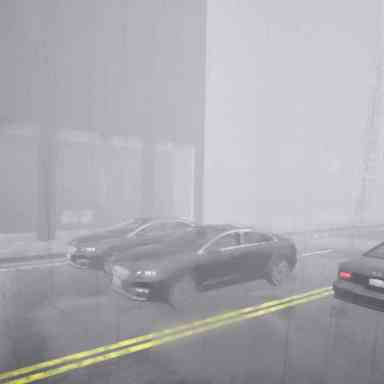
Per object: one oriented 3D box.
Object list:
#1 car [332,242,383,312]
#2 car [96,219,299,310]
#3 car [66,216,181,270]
[{"bbox_3d":[5.239,1.646,7.184,5.357,1.411,2.033,1,0,-35],"label":"car"},{"bbox_3d":[0.508,1.551,8.039,4.902,1.511,2.128,1,0,-36],"label":"car"},{"bbox_3d":[-1.418,1.550,10.660,4.902,1.511,2.128,1,0,-36],"label":"car"}]
